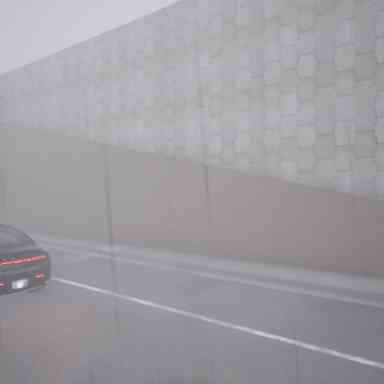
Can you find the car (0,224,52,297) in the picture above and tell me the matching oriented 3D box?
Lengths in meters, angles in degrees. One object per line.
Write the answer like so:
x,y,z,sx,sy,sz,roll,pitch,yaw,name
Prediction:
-5.207,1.483,7.687,4.892,1.490,1.837,0,0,36,car
